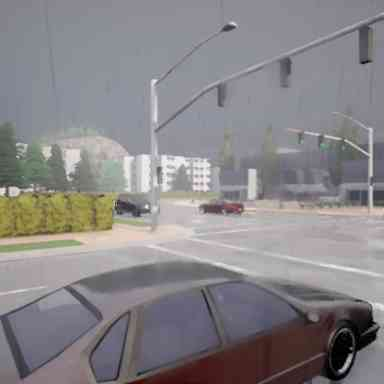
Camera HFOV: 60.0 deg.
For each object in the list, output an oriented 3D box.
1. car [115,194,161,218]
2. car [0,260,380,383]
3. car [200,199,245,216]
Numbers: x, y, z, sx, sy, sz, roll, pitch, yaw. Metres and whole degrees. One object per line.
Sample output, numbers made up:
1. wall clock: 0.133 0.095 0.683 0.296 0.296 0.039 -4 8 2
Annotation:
1. car: -4.941 1.164 29.848 2.150 2.045 5.566 0 0 -37
2. car: -0.077 1.539 3.713 5.357 1.411 2.033 0 0 -35
3. car: 2.752 1.390 31.572 1.882 1.535 5.008 0 0 -38
